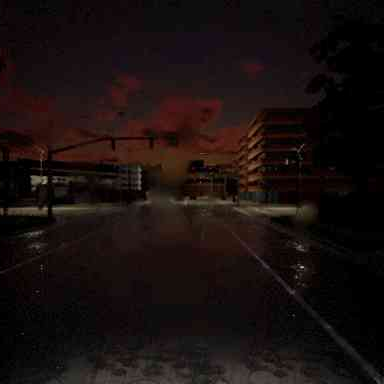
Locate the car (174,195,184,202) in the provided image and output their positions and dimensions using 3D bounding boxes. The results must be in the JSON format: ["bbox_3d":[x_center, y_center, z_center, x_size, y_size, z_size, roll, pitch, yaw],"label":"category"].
[{"bbox_3d":[-3.218,1.677,80.900,1.837,1.490,4.892,0,0,0],"label":"car"}]

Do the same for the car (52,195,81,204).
[{"bbox_3d":[-23.318,1.427,60.434,4.611,1.667,2.242,0,0,1],"label":"car"}]

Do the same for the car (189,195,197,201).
[{"bbox_3d":[0.201,1.545,90.546,1.837,1.490,4.892,0,0,0],"label":"car"}]
